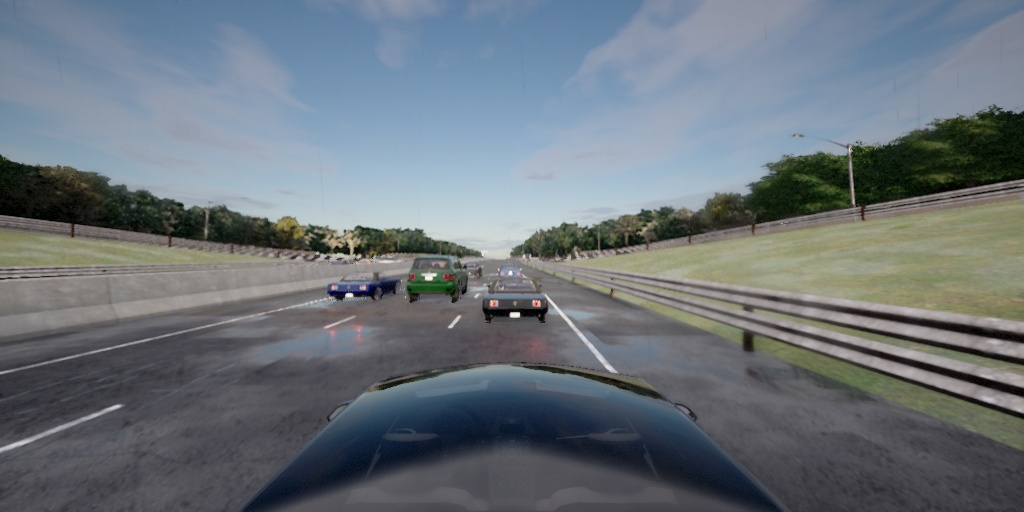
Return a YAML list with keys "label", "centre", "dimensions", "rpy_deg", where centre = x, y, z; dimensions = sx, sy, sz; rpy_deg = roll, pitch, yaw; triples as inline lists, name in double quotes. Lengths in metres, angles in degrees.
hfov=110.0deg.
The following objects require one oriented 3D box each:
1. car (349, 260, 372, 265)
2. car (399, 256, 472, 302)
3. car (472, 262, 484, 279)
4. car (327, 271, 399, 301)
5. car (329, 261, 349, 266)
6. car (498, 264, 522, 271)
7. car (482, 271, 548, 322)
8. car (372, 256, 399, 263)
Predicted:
- label: "car"
  centre: [-21.944, 1.334, 53.545]
  dimensions: [1.882, 1.535, 5.008]
  rpy_deg: [0, 0, -1]
- label: "car"
  centre: [-3.461, 1.014, 17.455]
  dimensions: [2.150, 2.045, 5.566]
  rpy_deg: [0, 0, -1]
- label: "car"
  centre: [-3.812, 1.323, 34.237]
  dimensions: [2.128, 1.511, 4.902]
  rpy_deg: [0, 0, -1]
- label: "car"
  centre: [-6.962, 1.393, 17.514]
  dimensions: [1.895, 1.301, 4.718]
  rpy_deg: [0, 0, -1]
- label: "car"
  centre: [-25.432, 1.418, 53.232]
  dimensions: [1.994, 1.385, 4.181]
  rpy_deg: [0, 0, -1]
- label: "car"
  centre: [-0.182, 1.370, 29.007]
  dimensions: [2.033, 1.411, 5.357]
  rpy_deg: [0, 0, -1]
- label: "car"
  centre: [0.083, 1.379, 12.320]
  dimensions: [1.895, 1.301, 4.718]
  rpy_deg: [0, 0, 0]
- label: "car"
  centre: [-18.446, 1.078, 53.693]
  dimensions: [2.150, 2.045, 5.566]
  rpy_deg: [0, 0, -1]
